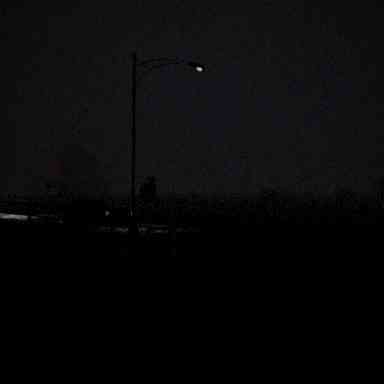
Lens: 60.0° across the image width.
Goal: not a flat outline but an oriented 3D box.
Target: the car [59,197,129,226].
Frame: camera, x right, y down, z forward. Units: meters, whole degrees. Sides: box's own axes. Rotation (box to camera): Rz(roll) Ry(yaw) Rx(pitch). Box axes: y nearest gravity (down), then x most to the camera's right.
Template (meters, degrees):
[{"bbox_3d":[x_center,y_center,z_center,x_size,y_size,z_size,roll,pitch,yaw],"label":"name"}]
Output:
[{"bbox_3d":[-6.014,1.107,20.236,5.008,1.535,1.882,1,0,35],"label":"car"}]
